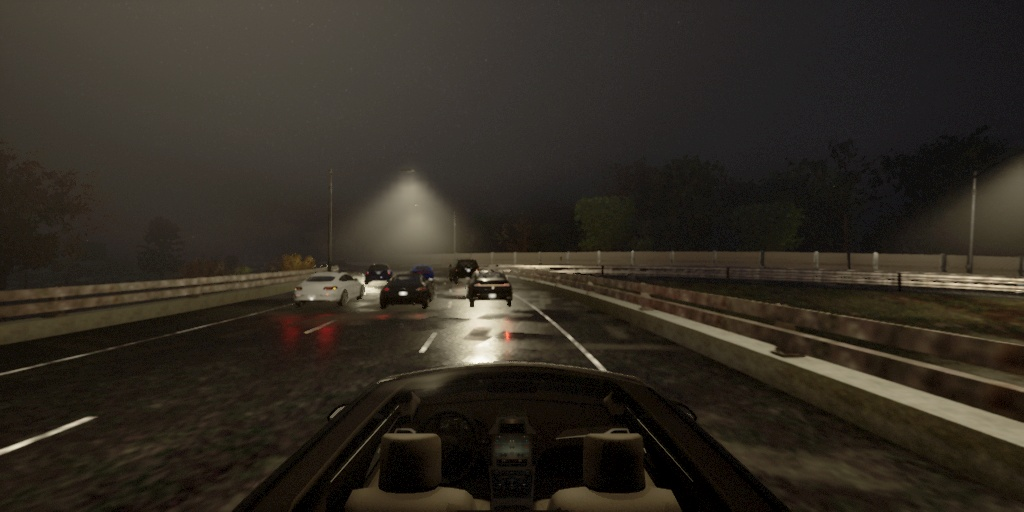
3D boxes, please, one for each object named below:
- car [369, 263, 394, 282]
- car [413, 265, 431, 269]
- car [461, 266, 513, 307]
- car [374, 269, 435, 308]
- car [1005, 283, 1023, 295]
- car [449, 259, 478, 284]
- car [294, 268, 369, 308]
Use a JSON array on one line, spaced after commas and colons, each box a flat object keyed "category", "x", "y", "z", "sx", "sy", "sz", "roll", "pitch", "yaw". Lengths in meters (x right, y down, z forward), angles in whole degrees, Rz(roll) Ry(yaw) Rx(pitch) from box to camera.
[{"category": "car", "x": -11.273, "y": 1.418, "z": 30.665, "sx": 2.097, "sy": 1.767, "sz": 4.553, "roll": 0, "pitch": -1, "yaw": -17}, {"category": "car", "x": -8.134, "y": 1.559, "z": 32.360, "sx": 1.882, "sy": 1.535, "sz": 5.008, "roll": 0, "pitch": 0, "yaw": -17}, {"category": "car", "x": -1.132, "y": 1.402, "z": 16.709, "sx": 2.128, "sy": 1.511, "sz": 4.902, "roll": 0, "pitch": 0, "yaw": -8}, {"category": "car", "x": -4.590, "y": 1.472, "z": 16.165, "sx": 1.994, "sy": 1.385, "sz": 4.181, "roll": 0, "pitch": -1, "yaw": -8}, {"category": "car", "x": 39.043, "y": 2.168, "z": 25.472, "sx": 5.008, "sy": 1.535, "sz": 1.882, "roll": 3, "pitch": 1, "yaw": 28}, {"category": "car", "x": -4.261, "y": 1.296, "z": 31.701, "sx": 2.150, "sy": 2.045, "sz": 5.566, "roll": 0, "pitch": 0, "yaw": -16}, {"category": "car", "x": -8.138, "y": 1.437, "z": 16.240, "sx": 1.812, "sy": 1.442, "sz": 4.674, "roll": 0, "pitch": 0, "yaw": -9}]
